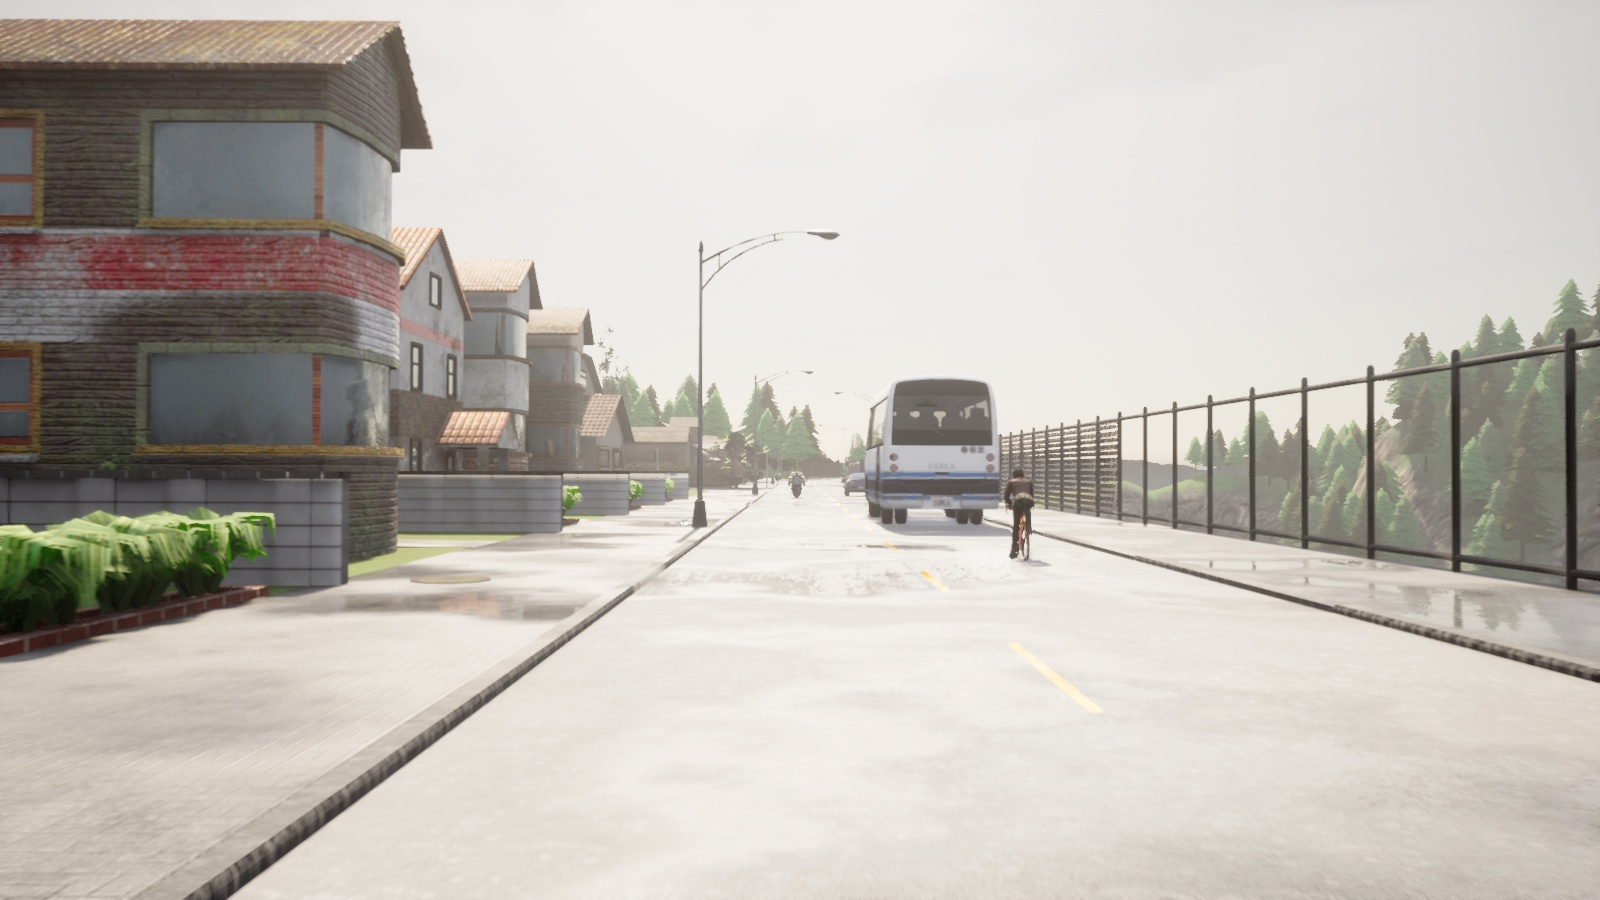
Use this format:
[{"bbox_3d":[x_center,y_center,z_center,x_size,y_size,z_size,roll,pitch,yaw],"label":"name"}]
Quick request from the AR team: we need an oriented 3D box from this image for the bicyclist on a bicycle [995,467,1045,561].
[{"bbox_3d":[3.945,1.130,22.595,0.582,1.620,1.656,0,-1,0],"label":"bicyclist on a bicycle"}]

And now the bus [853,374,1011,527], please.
[{"bbox_3d":[3.897,0.095,40.151,3.944,4.253,10.273,0,-1,0],"label":"bus"}]

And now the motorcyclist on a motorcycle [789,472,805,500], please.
[{"bbox_3d":[-0.175,2.057,72.057,0.866,1.530,2.191,0,-1,0],"label":"motorcyclist on a motorcycle"}]

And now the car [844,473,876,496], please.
[{"bbox_3d":[3.804,2.165,80.026,1.812,1.442,4.674,0,-1,0],"label":"car"}]
